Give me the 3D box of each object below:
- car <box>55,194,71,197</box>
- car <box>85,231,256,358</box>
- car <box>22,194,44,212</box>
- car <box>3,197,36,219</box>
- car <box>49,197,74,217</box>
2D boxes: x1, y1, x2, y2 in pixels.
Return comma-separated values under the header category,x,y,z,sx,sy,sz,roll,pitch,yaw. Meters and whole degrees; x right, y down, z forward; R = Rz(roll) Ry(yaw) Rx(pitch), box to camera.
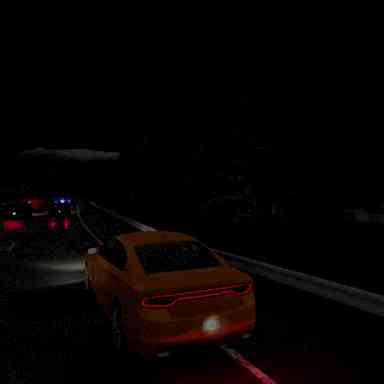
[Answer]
category,x,y,z,sx,sy,sz,roll,pitch,yaw
car,-15.915,1.221,41.166,2.150,2.045,5.566,0,0,-19
car,-0.820,1.478,6.327,1.882,1.535,5.008,0,0,-25
car,-18.929,1.221,39.353,2.150,2.045,5.566,0,0,-20
car,-15.429,1.505,29.613,1.837,1.490,4.892,0,0,-20
car,-12.366,1.491,31.300,2.128,1.511,4.902,0,0,-20
